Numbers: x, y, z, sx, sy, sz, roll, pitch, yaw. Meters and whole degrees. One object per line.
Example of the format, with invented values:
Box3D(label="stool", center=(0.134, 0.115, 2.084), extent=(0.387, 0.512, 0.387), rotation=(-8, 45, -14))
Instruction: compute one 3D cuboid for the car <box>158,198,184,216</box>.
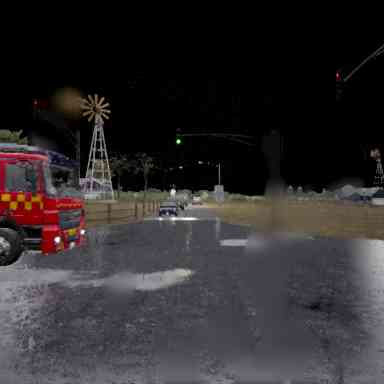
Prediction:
Box3D(label="car", center=(-2.256, 1.665, 33.895), extent=(2.033, 1.411, 5.357), rotation=(0, 0, 1))

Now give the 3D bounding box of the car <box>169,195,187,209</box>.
Box3D(label="car", center=(-2.114, 1.398, 44.564), extent=(2.150, 2.045, 5.566), rotation=(0, 0, 0))

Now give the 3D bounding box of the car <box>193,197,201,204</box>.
Box3D(label="car", center=(1.104, 1.758, 72.989), extent=(1.812, 1.442, 4.674), rotation=(0, 0, 1))

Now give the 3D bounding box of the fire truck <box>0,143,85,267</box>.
Box3D(label="fire truck", center=(-8.189, 0.226, 11.154), extent=(8.468, 3.827, 2.891), rotation=(1, -1, 1))

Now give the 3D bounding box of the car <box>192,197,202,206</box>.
Box3D(label="car", center=(0.963, 1.844, 62.514), extent=(2.033, 1.411, 5.357), rotation=(0, 0, 1))
